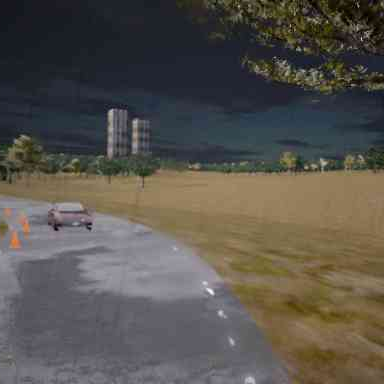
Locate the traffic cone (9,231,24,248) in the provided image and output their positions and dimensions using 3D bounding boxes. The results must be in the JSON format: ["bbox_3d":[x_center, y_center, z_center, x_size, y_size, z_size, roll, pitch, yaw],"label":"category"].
[{"bbox_3d":[-6.489,1.725,12.210,0.340,0.580,0.340,1,0,-18],"label":"traffic cone"}]

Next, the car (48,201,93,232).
[{"bbox_3d":[-6.709,1.232,18.140,1.812,1.442,4.674,1,1,-28],"label":"car"}]

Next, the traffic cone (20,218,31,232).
[{"bbox_3d":[-8.198,1.667,16.491,0.340,0.580,0.340,0,1,-26],"label":"traffic cone"}]

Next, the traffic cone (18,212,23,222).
[{"bbox_3d":[-10.495,1.550,20.474,0.340,0.580,0.340,0,2,-34],"label":"traffic cone"}]

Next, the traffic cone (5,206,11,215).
[{"bbox_3d":[-13.338,1.335,24.084,0.340,0.580,0.340,-1,4,-42],"label":"traffic cone"}]
